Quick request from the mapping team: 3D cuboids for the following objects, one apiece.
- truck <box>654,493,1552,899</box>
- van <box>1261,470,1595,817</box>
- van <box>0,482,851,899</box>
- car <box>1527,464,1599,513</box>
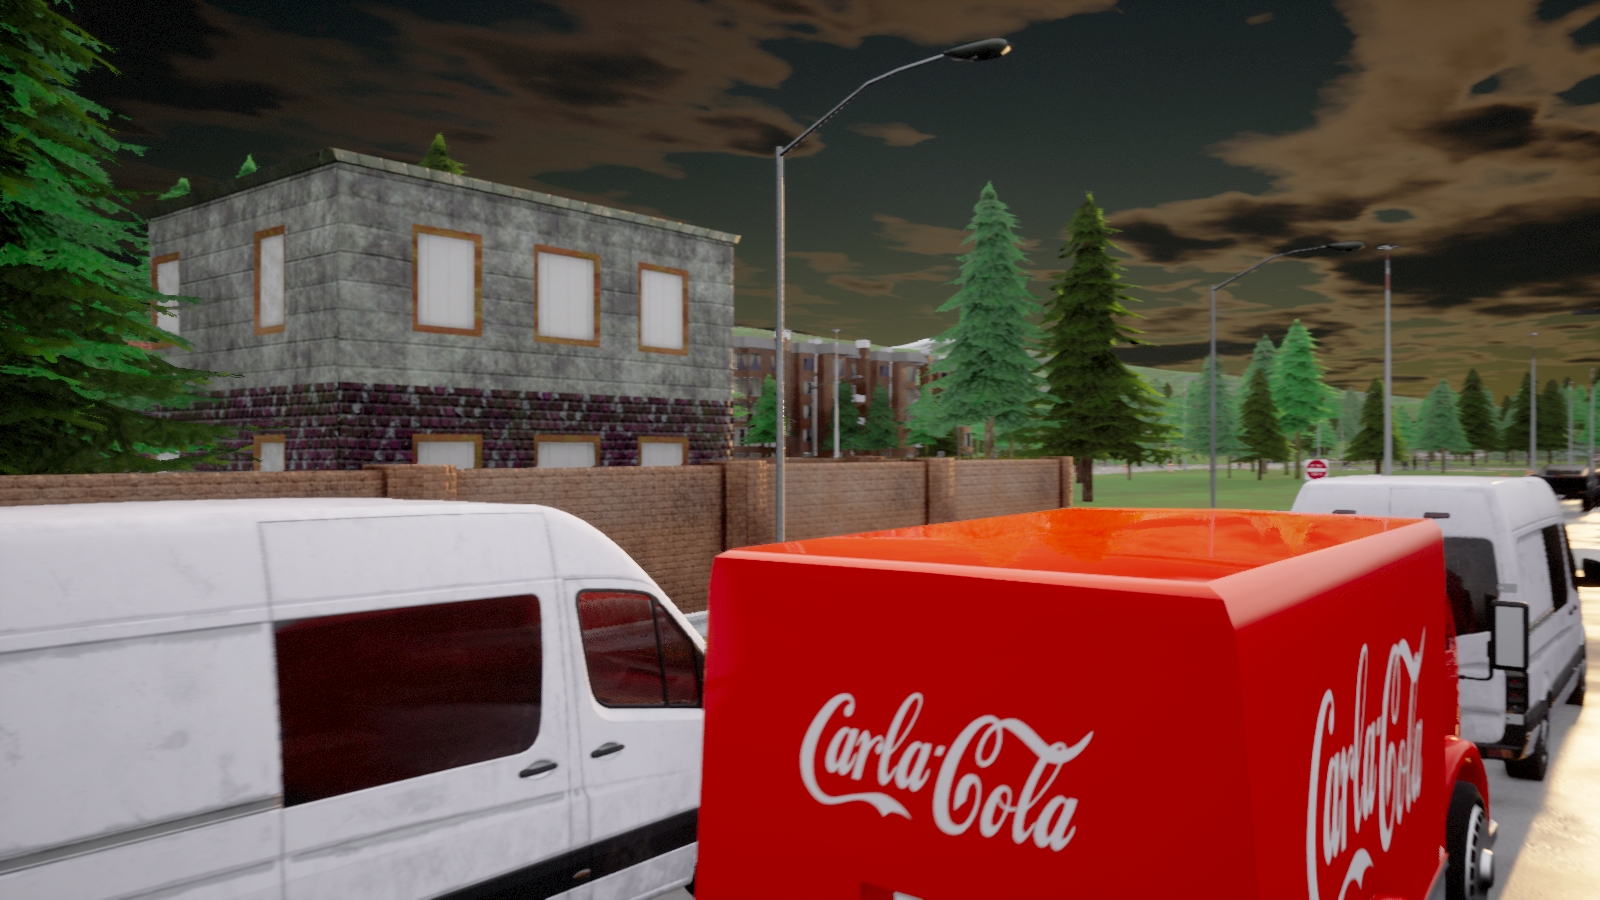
[{"bbox_3d":[2.051,1.571,5.938,2.627,2.467,5.204,0,0,39],"label":"truck"},{"bbox_3d":[6.668,1.532,11.682,1.988,2.561,5.915,0,0,39],"label":"van"},{"bbox_3d":[-2.285,1.541,6.144,1.988,2.561,5.915,0,0,39],"label":"van"},{"bbox_3d":[35.916,1.737,53.571,2.390,2.098,6.274,0,0,39],"label":"car"}]
